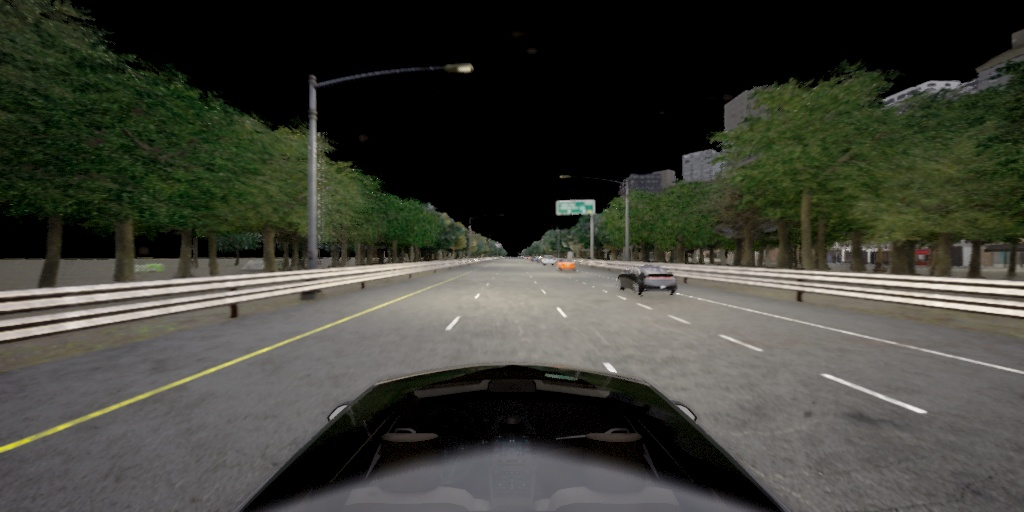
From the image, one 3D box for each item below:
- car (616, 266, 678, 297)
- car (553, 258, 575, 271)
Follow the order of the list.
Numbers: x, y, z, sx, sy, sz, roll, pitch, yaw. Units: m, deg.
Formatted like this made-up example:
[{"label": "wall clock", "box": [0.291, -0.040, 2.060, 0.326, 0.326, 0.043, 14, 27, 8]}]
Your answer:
[{"label": "car", "box": [7.022, 1.247, 19.112, 2.128, 1.511, 4.902, 0, 0, 0]}, {"label": "car", "box": [7.132, 1.095, 48.028, 2.097, 1.767, 4.553, 0, 0, 0]}]
